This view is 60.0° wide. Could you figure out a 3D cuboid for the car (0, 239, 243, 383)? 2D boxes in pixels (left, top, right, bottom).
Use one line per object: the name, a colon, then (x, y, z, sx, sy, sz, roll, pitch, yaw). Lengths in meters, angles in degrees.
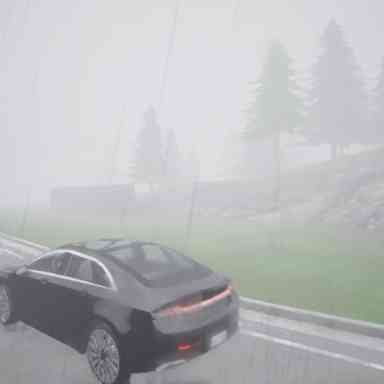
car: (-1.543, 1.540, 5.477, 4.902, 1.511, 2.128, -1, 0, 40)
